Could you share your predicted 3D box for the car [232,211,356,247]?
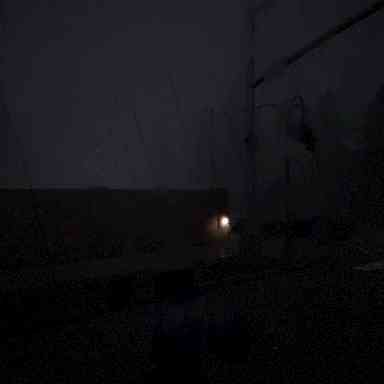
[{"bbox_3d":[4.074,1.430,13.617,4.718,1.301,1.895,0,-6,27],"label":"car"}]
